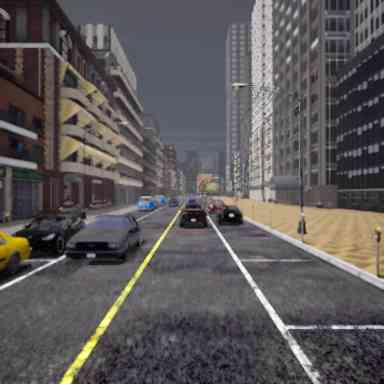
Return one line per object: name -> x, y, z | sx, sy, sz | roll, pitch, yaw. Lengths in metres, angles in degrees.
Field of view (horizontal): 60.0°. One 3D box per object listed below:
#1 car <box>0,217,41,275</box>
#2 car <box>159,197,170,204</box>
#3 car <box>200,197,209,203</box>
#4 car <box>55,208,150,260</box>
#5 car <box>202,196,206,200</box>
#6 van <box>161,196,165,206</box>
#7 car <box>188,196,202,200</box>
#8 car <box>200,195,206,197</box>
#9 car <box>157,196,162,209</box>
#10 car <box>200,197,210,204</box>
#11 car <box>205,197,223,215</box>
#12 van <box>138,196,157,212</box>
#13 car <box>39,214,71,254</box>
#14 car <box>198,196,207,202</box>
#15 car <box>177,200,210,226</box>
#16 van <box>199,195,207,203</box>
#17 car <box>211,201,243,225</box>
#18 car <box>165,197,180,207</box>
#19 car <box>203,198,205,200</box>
car -> -5.687, 1.546, 8.000 | 1.752, 1.417, 4.829 | 0, 0, 0
car -> -5.690, 1.779, 68.920 | 2.008, 1.369, 4.403 | 0, 0, 0
car -> 2.691, 1.796, 74.443 | 1.887, 1.381, 4.507 | 0, 0, 0
car -> -3.101, 1.581, 12.893 | 2.033, 1.411, 5.357 | 0, 0, 0
car -> 2.692, 1.696, 46.830 | 2.008, 1.369, 4.403 | 0, 0, 0
van -> -5.689, 1.525, 57.875 | 1.690, 1.788, 3.998 | 0, 0, 0
car -> 0.098, 1.669, 46.407 | 1.812, 1.442, 4.674 | 0, 0, 0
car -> 2.692, 1.625, 57.874 | 1.967, 1.590, 4.097 | 0, 0, 0
car -> -5.689, 1.689, 46.829 | 1.887, 1.381, 4.507 | 0, 0, 0
car -> 2.691, 1.794, 68.920 | 1.947, 1.339, 4.313 | 0, 0, 0
car -> 2.693, 1.547, 35.783 | 1.967, 1.590, 4.097 | 0, 0, 0
van -> -5.688, 1.467, 41.307 | 1.690, 1.788, 3.998 | 0, 0, 0
car -> -5.688, 1.602, 13.692 | 1.947, 1.339, 4.313 | 0, 0, 0
car -> 2.690, 1.851, 85.488 | 2.008, 1.369, 4.403 | 0, 0, 0
car -> 0.100, 1.573, 24.005 | 1.837, 1.490, 4.892 | 0, 0, 0
van -> 2.691, 1.616, 79.967 | 1.690, 1.788, 3.998 | 0, 0, 0
car -> 2.693, 1.636, 24.737 | 1.947, 1.339, 4.313 | 0, 0, 0
car -> -3.002, 1.736, 55.265 | 1.837, 1.490, 4.892 | 0, 0, 0
car -> 2.692, 1.677, 41.306 | 2.008, 1.369, 4.403 | 0, 0, 0
